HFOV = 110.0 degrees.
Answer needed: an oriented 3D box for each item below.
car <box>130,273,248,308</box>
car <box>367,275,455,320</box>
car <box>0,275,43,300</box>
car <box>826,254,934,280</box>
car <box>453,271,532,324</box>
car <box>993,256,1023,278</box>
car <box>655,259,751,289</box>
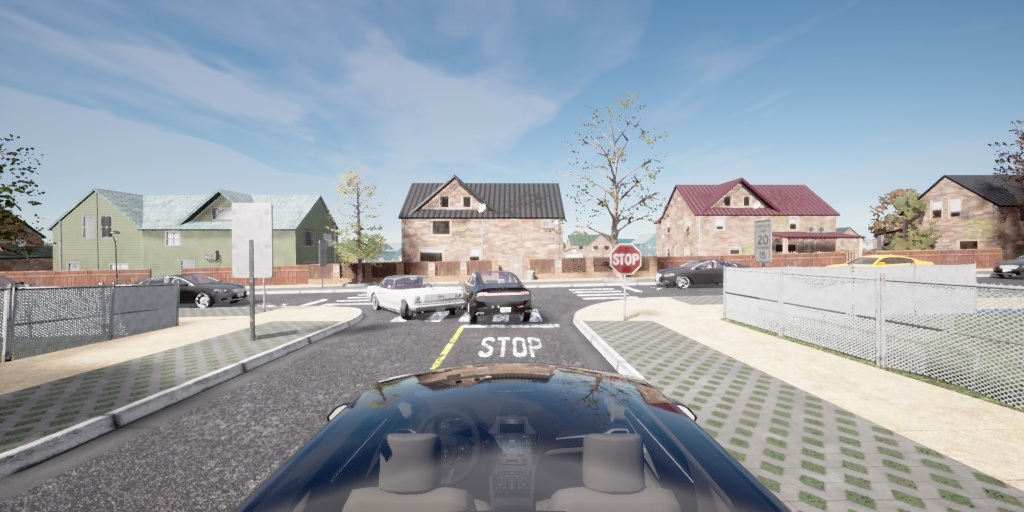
[{"bbox_3d":[-14.892,1.566,16.416,4.902,1.511,2.128,-1,1,0],"label":"car"},{"bbox_3d":[-3.595,1.367,12.913,1.895,1.301,4.718,0,0,-38],"label":"car"},{"bbox_3d":[-24.230,1.648,16.382,4.553,1.767,2.097,-1,1,0],"label":"car"},{"bbox_3d":[19.773,0.690,19.483,5.008,1.535,1.882,-1,1,0],"label":"car"},{"bbox_3d":[-0.678,1.242,12.052,2.128,1.511,4.902,0,0,-12],"label":"car"},{"bbox_3d":[29.397,0.477,19.514,4.902,1.511,2.128,-1,1,0],"label":"car"},{"bbox_3d":[10.342,0.925,19.453,4.902,1.511,2.128,-1,1,0],"label":"car"}]
